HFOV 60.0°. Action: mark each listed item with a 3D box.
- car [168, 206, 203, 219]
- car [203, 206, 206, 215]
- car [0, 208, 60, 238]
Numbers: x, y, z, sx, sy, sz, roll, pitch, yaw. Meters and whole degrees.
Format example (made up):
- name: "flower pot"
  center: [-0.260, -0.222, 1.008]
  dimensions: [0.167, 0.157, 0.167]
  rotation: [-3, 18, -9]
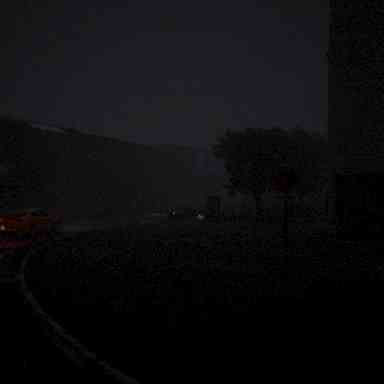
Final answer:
- name: "car"
  center: [-0.939, 2.337, 37.952]
  dimensions: [1.994, 1.385, 4.181]
  rotation: [1, -1, 31]
- name: "car"
  center: [1.721, 2.709, 49.587]
  dimensions: [1.895, 1.301, 4.718]
  rotation: [1, -1, 31]
- name: "car"
  center: [-9.261, 1.667, 18.933]
  dimensions: [1.882, 1.535, 5.008]
  rotation: [0, -1, 1]
